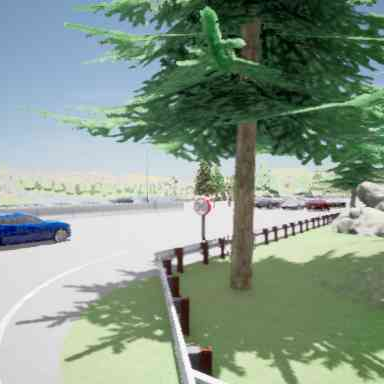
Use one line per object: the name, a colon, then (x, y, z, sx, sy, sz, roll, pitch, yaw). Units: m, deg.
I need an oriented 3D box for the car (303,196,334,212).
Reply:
car: (16.317, 1.664, 42.864, 1.882, 1.535, 5.008, 0, 0, 36)

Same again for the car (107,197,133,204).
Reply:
car: (-12.332, 1.675, 57.166, 2.128, 1.511, 4.902, 0, 0, 36)

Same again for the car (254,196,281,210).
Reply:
car: (10.946, 1.677, 47.469, 2.128, 1.511, 4.902, 0, 0, 36)

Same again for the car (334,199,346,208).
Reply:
car: (22.318, 1.785, 51.287, 1.895, 1.301, 4.718, 0, 0, 36)

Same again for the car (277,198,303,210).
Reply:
car: (13.802, 1.786, 45.447, 1.895, 1.301, 4.718, 0, 0, 36)

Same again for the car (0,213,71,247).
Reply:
car: (-7.929, 1.670, 15.073, 1.882, 1.535, 5.008, 0, 0, 36)

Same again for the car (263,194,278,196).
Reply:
car: (13.965, 1.404, 57.657, 2.150, 2.045, 5.566, 0, 0, 36)

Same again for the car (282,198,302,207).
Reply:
car: (16.822, 1.709, 55.635, 1.812, 1.442, 4.674, 0, 0, 36)

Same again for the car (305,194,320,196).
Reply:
car: (19.647, 1.405, 53.569, 2.150, 2.045, 5.566, 0, 0, 36)

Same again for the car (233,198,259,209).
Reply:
car: (8.063, 1.710, 49.455, 1.812, 1.442, 4.674, 0, 0, 36)
